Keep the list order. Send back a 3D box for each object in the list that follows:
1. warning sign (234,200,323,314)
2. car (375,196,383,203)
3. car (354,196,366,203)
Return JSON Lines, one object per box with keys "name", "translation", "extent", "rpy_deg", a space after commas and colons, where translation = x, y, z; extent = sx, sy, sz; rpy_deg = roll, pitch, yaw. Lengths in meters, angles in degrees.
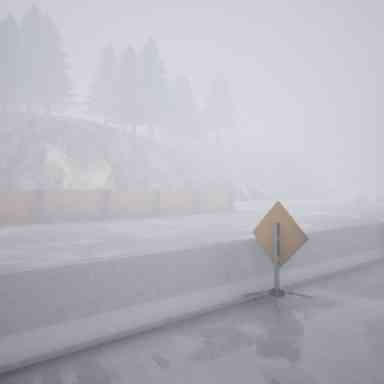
{"name": "warning sign", "translation": [1.644, 1.113, 6.422], "extent": [1.060, 1.860, 1.300], "rpy_deg": [0, 0, -37]}
{"name": "car", "translation": [36.814, 1.470, 64.921], "extent": [1.837, 1.490, 4.892], "rpy_deg": [0, 0, 31]}
{"name": "car", "translation": [33.772, 1.515, 66.651], "extent": [2.033, 1.411, 5.357], "rpy_deg": [0, 0, 31]}
